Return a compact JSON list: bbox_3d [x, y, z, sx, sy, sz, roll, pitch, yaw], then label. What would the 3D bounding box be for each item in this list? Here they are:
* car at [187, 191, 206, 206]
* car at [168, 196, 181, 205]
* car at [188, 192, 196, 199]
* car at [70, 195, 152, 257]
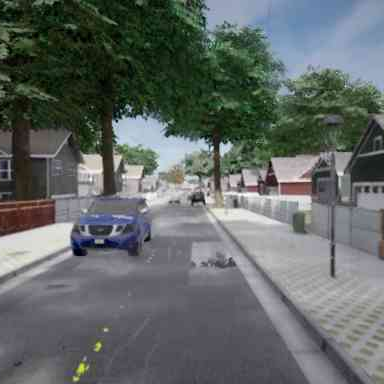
[{"bbox_3d":[0.861,0.918,49.649,2.150,2.045,5.566,-5,0,0],"label":"car"},{"bbox_3d":[-2.818,1.292,54.362,2.033,1.411,5.357,0,0,1],"label":"car"},{"bbox_3d":[-0.022,0.911,84.583,1.882,1.535,5.008,0,0,0],"label":"car"},{"bbox_3d":[-2.856,1.164,13.022,2.150,2.045,5.566,0,0,0],"label":"car"}]
